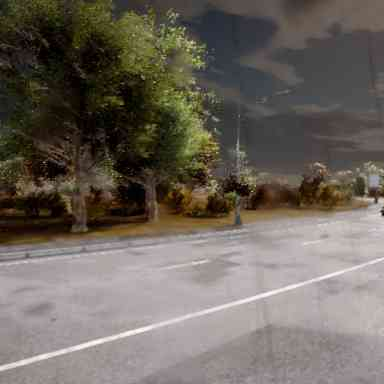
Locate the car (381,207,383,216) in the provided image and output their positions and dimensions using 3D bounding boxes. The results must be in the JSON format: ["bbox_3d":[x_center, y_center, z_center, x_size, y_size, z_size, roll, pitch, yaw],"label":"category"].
[{"bbox_3d":[20.042,1.614,32.734,1.994,1.385,4.181,0,0,40],"label":"car"}]
